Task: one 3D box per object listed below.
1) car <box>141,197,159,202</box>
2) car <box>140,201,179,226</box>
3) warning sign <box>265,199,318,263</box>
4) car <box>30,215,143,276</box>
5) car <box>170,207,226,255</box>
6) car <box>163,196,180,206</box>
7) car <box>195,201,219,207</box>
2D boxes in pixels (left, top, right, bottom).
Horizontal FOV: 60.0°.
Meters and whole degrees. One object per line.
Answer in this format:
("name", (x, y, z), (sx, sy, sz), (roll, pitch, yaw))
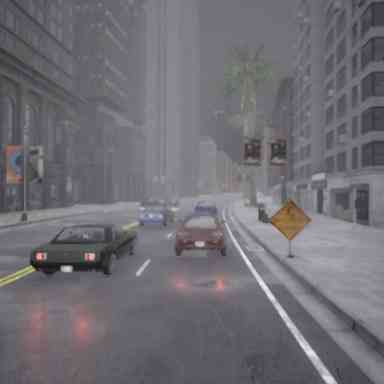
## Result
("car", (-6.424, 1.501, 50.697), (1.882, 1.535, 5.008), (0, 0, 8))
("car", (-2.408, 1.580, 23.539), (2.033, 1.411, 5.357), (0, 0, 4))
("warning sign", (3.008, 1.142, 10.214), (1.300, 1.860, 1.060), (0, 0, 2))
("car", (-2.996, 1.622, 10.415), (1.895, 1.301, 4.718), (0, 0, 2))
("car", (0.379, 1.554, 13.322), (1.812, 1.442, 4.674), (0, 0, 3))
("car", (-3.154, 1.376, 50.585), (2.097, 1.767, 4.553), (0, 0, 8))
("car", (1.254, 1.510, 28.654), (1.882, 1.535, 5.008), (0, 0, 5))
